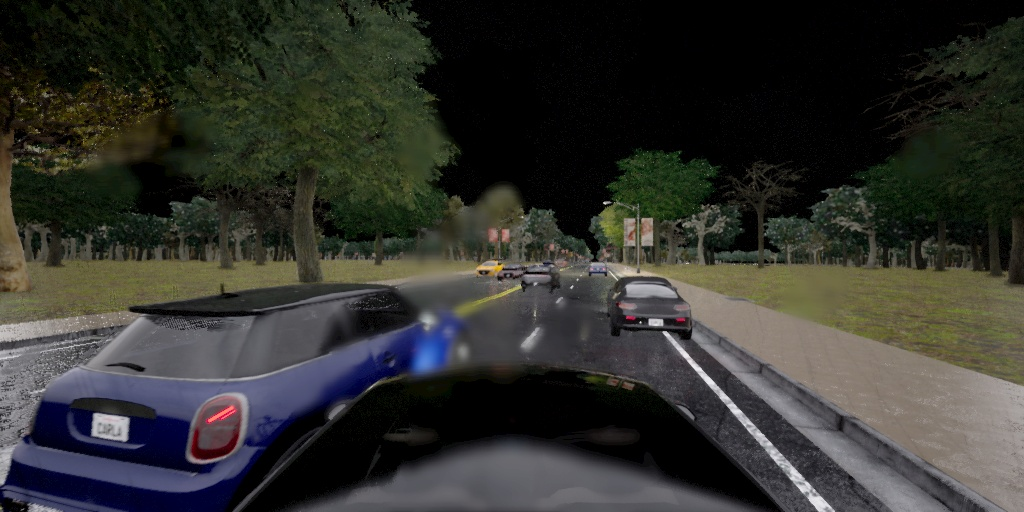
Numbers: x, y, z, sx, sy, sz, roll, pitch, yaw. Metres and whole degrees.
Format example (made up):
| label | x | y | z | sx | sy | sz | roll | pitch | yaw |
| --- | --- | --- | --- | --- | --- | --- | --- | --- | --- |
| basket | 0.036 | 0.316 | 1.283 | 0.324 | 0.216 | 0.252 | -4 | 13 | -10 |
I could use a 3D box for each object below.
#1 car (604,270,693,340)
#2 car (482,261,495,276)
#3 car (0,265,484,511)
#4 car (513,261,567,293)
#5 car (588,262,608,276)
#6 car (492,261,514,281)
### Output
| label | x | y | z | sx | sy | sz | roll | pitch | yaw |
| --- | --- | --- | --- | --- | --- | --- | --- | --- | --- |
| car | 3.649 | 1.277 | 10.032 | 1.812 | 1.442 | 4.674 | 0 | 0 | 13 |
| car | -1.967 | 1.234 | 34.271 | 1.882 | 1.535 | 5.008 | 0 | 0 | 13 |
| car | -2.080 | 1.103 | 4.352 | 2.097 | 1.767 | 4.553 | 0 | 0 | 13 |
| car | 1.798 | 1.241 | 20.939 | 2.128 | 1.511 | 4.902 | 0 | 0 | 13 |
| car | 8.774 | 1.313 | 36.611 | 2.033 | 1.411 | 5.357 | 0 | 0 | 13 |
| car | 0.151 | 1.316 | 29.052 | 1.994 | 1.385 | 4.181 | 0 | 0 | 13 |
